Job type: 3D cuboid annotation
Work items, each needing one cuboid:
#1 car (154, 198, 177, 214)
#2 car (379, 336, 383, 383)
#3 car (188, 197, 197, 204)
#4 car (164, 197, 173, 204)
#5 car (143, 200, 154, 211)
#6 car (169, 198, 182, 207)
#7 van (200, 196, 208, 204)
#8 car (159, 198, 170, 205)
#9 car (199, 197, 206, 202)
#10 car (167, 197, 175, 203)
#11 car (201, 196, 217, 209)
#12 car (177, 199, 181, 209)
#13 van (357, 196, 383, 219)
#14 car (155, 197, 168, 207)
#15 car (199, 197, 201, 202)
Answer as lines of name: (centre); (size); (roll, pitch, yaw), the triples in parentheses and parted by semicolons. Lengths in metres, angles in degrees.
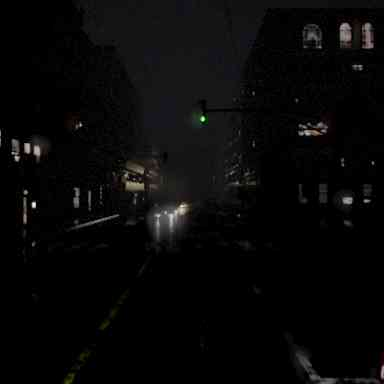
car: (-3.019, 1.751, 39.001); (1.812, 1.442, 4.674); (0, 0, 0)
car: (2.685, 1.554, 1.503); (1.887, 1.381, 4.507); (0, 0, 0)
car: (0.155, 2.005, 79.015); (1.812, 1.442, 4.674); (0, 0, 0)
car: (-5.546, 2.000, 77.992); (1.752, 1.417, 4.829); (-1, 0, 0)
car: (-5.610, 1.813, 44.996); (2.008, 1.369, 4.403); (0, 0, 0)
car: (-2.956, 1.904, 59.940); (2.033, 1.411, 5.357); (0, 0, 1)
van: (2.833, 1.816, 78.141); (1.690, 1.788, 3.998); (-1, 0, 0)
car: (-5.567, 1.985, 67.106); (1.802, 1.307, 4.206); (-1, 0, 0)
car: (2.867, 2.133, 94.724); (1.887, 1.381, 4.507); (-1, 0, 0)
car: (-5.523, 2.132, 89.218); (1.802, 1.307, 4.206); (-1, 0, 0)
car: (2.780, 1.737, 50.502); (1.967, 1.590, 4.097); (-1, 0, 0)
car: (-2.981, 1.815, 49.315); (1.812, 1.442, 4.674); (0, 0, 0)
van: (15.693, 1.187, 27.051); (3.998, 1.788, 1.690); (-1, 1, -1)
car: (-5.579, 1.807, 61.579); (1.967, 1.590, 4.097); (-1, 0, 0)
car: (2.813, 1.953, 67.084); (2.008, 1.369, 4.403); (-1, 0, 0)
